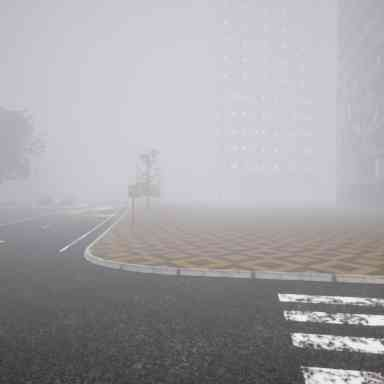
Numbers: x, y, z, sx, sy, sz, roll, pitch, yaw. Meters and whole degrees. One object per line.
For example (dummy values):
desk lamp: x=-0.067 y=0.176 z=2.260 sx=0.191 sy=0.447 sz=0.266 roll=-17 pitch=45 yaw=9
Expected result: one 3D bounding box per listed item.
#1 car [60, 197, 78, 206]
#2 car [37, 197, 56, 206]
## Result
car: x=-18.987 y=1.447 z=51.555 sx=1.994 sy=1.385 sz=4.181 roll=0 pitch=0 yaw=-10
car: x=-22.187 y=1.421 z=50.983 sx=1.994 sy=1.385 sz=4.181 roll=0 pitch=0 yaw=-10
